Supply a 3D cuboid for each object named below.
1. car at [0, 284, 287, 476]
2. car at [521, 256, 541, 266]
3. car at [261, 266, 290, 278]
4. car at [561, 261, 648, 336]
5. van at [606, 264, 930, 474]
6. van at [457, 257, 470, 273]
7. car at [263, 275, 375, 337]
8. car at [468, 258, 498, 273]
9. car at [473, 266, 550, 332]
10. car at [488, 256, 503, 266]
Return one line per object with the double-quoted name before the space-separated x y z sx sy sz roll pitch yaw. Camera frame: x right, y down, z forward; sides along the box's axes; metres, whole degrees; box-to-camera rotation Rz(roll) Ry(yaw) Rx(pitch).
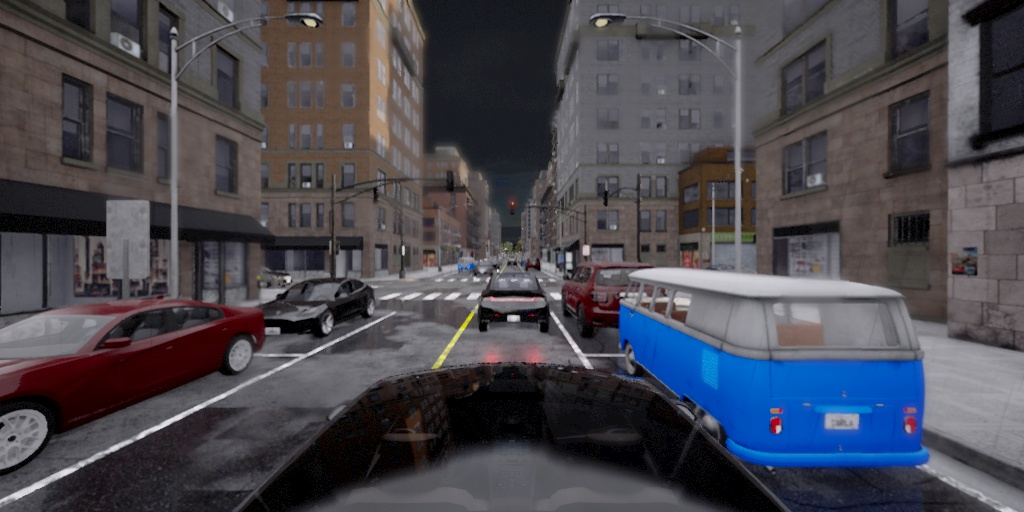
"car" -5.380 1.293 4.727 1.888 1.381 4.507 0 0 0
"car" 2.744 1.024 47.603 2.192 1.841 5.009 0 0 0
"car" -16.225 1.288 22.116 4.902 1.511 2.128 0 0 0
"car" 2.649 1.058 10.232 2.192 1.841 5.009 0 0 0
"van" 2.645 1.088 4.720 1.690 1.789 3.998 0 0 0
"van" -5.372 1.055 42.201 1.690 1.789 3.998 0 0 0
"car" -5.376 1.309 10.237 1.948 1.339 4.313 0 0 0
"car" -2.799 1.210 35.908 2.128 1.511 4.902 0 0 -1
"car" 0.057 1.234 10.773 2.128 1.511 4.902 0 0 0
"car" -2.797 1.057 51.589 2.097 1.767 4.553 0 0 1
